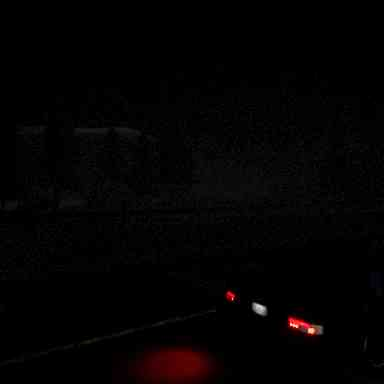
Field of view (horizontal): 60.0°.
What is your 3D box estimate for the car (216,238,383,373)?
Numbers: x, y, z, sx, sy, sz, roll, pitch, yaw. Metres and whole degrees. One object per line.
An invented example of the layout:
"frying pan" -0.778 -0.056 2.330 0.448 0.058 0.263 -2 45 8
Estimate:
"car" 2.966 1.511 5.535 5.357 1.411 2.033 0 0 -32
